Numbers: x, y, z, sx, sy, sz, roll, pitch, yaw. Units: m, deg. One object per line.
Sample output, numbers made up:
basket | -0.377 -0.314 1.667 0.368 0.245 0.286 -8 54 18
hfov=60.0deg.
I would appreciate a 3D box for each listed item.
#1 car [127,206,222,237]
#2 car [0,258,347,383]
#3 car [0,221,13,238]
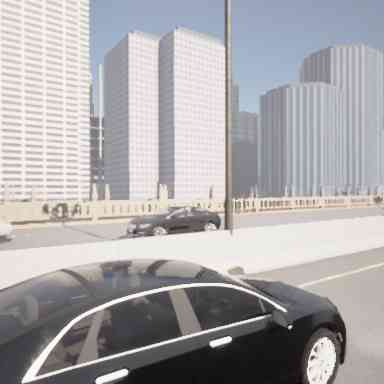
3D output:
car | -0.760 1.454 16.348 4.902 1.511 2.128 0 0 -35
car | -0.290 1.498 3.540 4.892 1.490 1.837 0 0 -35
car | -10.253 1.602 13.876 4.718 1.301 1.895 0 0 -36
